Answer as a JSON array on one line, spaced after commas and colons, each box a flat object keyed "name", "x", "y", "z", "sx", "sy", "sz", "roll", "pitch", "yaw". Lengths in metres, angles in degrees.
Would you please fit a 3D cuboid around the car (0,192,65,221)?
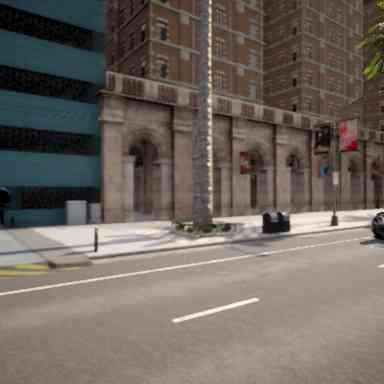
[{"name": "car", "x": -12.539, "y": 1.035, "z": 25.408, "sx": 5.566, "sy": 2.045, "sz": 2.435, "roll": 0, "pitch": 0, "yaw": -35}]

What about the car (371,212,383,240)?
[{"name": "car", "x": 10.953, "y": 1.251, "z": 16.107, "sx": 5.566, "sy": 2.045, "sz": 2.150, "roll": 0, "pitch": 0, "yaw": -35}]
